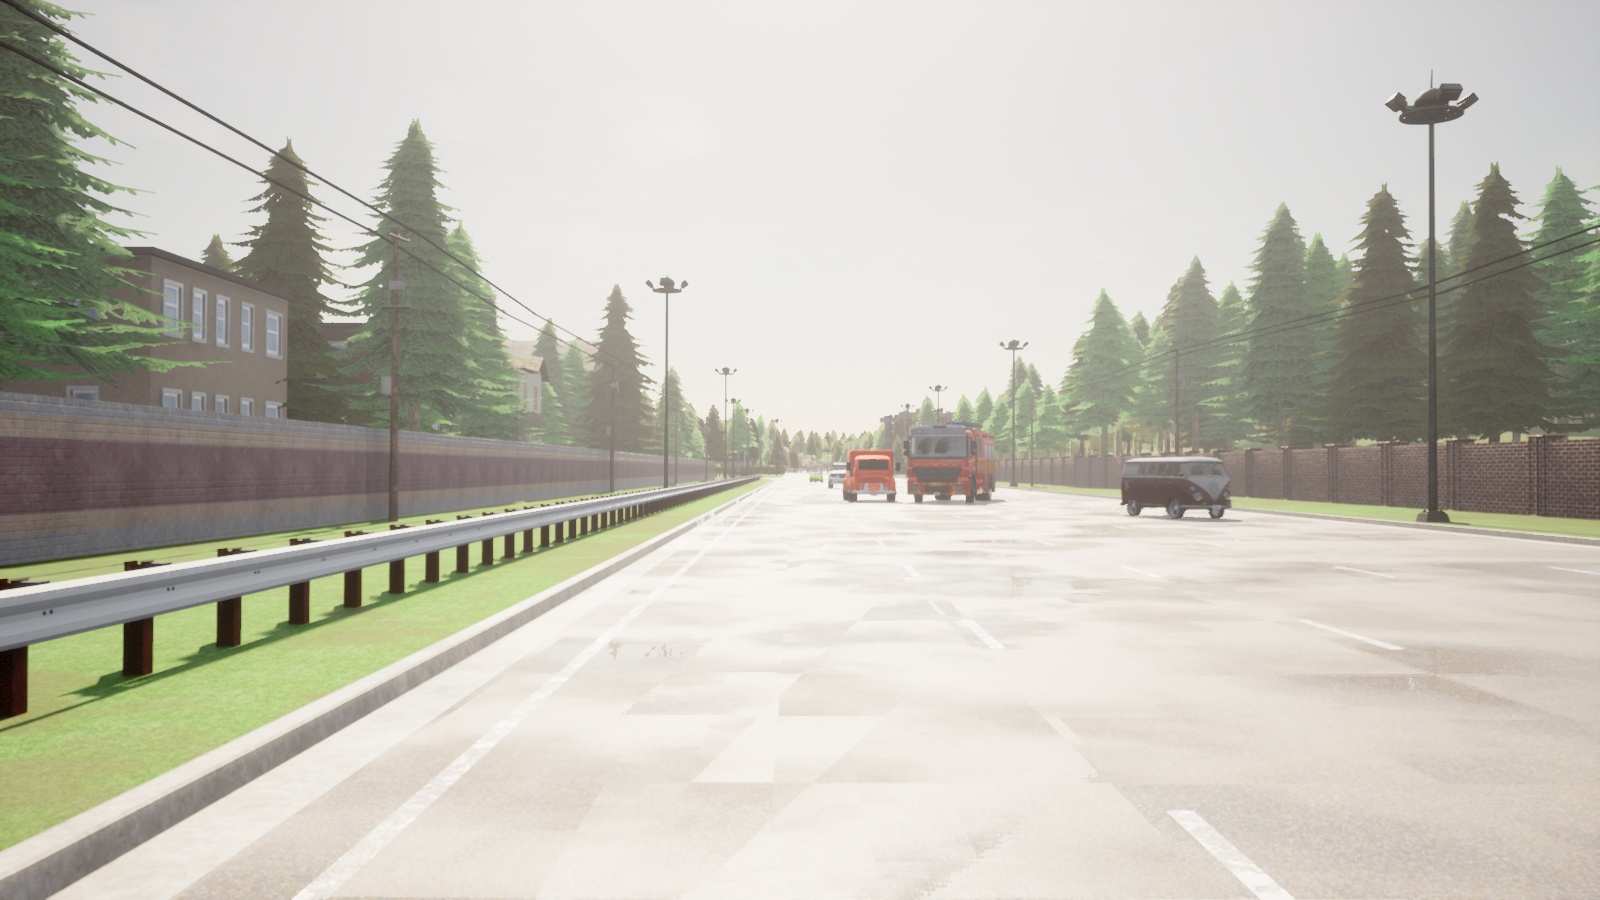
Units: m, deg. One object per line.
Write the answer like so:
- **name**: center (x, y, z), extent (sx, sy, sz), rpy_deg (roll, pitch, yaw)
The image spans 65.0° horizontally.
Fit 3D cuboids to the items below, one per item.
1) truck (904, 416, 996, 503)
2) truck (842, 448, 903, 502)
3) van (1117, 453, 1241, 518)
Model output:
- **truck**: center (7.309, 0.494, 60.032), extent (2.891, 3.827, 8.468), rpy_deg (-1, -1, 17)
- **truck**: center (3.410, 1.193, 60.393), extent (2.627, 2.467, 5.204), rpy_deg (0, -1, 0)
- **van**: center (12.258, 1.113, 40.918), extent (1.775, 1.987, 4.442), rpy_deg (0, -1, -15)
